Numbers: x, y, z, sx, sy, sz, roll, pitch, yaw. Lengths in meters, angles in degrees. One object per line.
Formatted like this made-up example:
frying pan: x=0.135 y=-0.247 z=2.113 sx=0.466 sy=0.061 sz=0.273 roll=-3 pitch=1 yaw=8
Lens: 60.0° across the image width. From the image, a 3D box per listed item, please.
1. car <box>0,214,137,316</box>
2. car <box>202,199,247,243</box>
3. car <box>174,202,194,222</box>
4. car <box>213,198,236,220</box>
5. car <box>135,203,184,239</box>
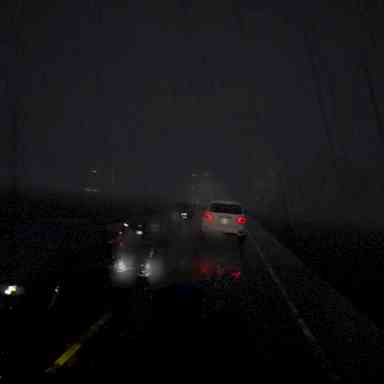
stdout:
car: x=-3.103 y=1.331 z=7.509 sx=2.033 sy=1.411 sz=5.357 roll=5 pitch=0 yaw=6
car: x=1.803 y=1.495 z=18.387 sx=2.150 sy=2.045 sz=5.566 roll=5 pitch=-1 yaw=6
car: x=-0.934 y=1.608 z=27.849 sx=1.837 sy=1.490 sz=4.892 roll=5 pitch=0 yaw=7
car: x=3.759 y=1.794 z=37.350 sx=2.150 sy=2.045 sz=5.566 roll=5 pitch=0 yaw=8
car: x=-2.028 y=1.490 z=17.607 sx=2.033 sy=1.411 sz=5.357 roll=5 pitch=0 yaw=7
